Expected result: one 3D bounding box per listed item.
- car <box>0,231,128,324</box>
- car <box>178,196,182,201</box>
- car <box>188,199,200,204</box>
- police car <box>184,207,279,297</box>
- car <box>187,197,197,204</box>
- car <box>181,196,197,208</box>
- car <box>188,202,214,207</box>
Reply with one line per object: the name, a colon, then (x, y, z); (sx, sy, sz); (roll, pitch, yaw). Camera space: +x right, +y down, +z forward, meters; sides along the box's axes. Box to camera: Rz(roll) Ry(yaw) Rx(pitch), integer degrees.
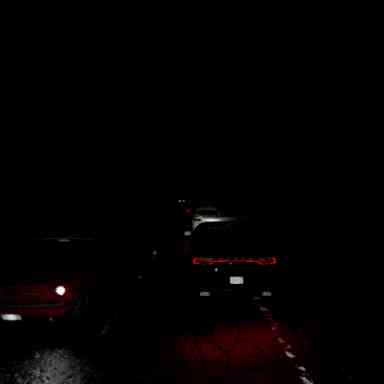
car: (-2.751, 1.601, 7.274); (1.895, 1.301, 4.718); (0, 0, 0)
car: (-2.766, 1.692, 92.419); (2.033, 1.411, 5.357); (0, 0, 0)
car: (0.821, 1.513, 24.619); (1.837, 1.490, 4.892); (0, 0, 0)
police car: (0.824, 1.426, 8.729); (1.930, 1.638, 5.238); (0, 0, 0)
car: (-0.012, 1.671, 65.174); (1.895, 1.301, 4.718); (0, 0, 0)
car: (0.030, 1.523, 46.093); (2.128, 1.511, 4.902); (0, 0, 0)
car: (0.822, 1.531, 18.620); (1.812, 1.442, 4.674); (0, 0, 0)
